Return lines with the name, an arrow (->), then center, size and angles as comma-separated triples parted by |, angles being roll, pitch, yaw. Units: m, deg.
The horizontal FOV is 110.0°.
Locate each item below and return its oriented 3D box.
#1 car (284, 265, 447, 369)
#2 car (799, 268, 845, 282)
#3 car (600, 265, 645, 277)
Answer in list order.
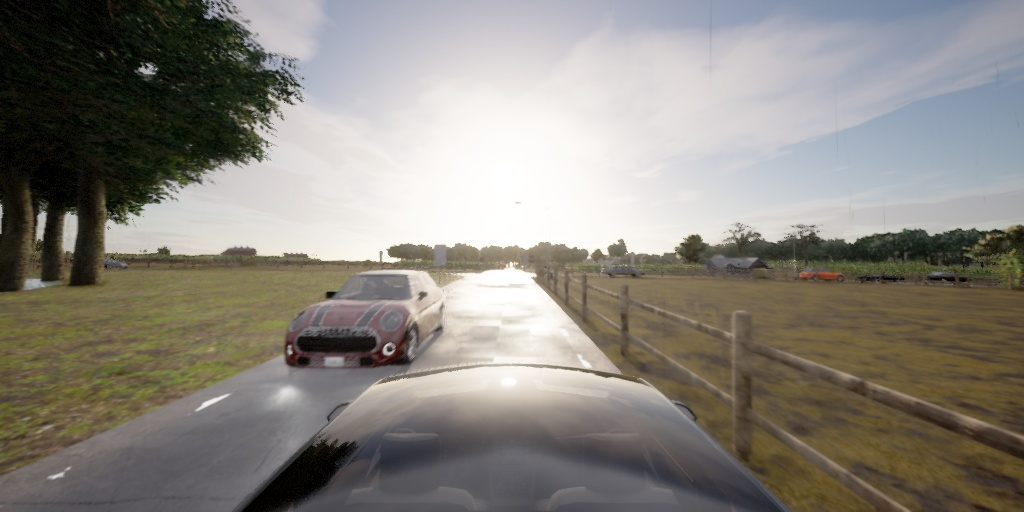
car -> -2.848, 1.108, 7.999 | 2.097, 1.767, 4.553 | 0, 0, 0
car -> 39.111, 2.318, 45.205 | 4.553, 1.767, 2.097 | 2, -2, 0
car -> 13.933, 1.881, 45.332 | 5.357, 1.411, 2.033 | 1, -2, 0
